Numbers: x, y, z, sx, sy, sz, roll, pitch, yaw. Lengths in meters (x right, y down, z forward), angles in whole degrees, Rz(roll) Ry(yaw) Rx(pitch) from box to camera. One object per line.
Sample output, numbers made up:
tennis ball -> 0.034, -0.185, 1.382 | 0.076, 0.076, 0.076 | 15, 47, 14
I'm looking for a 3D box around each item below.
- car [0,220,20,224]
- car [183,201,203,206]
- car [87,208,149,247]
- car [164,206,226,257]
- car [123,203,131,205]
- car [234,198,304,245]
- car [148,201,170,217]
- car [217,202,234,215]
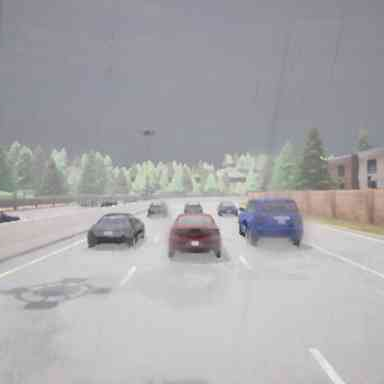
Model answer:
car -> -10.596, 1.645, 16.574 | 2.033, 1.411, 5.357 | 0, 0, 0
car -> 0.111, 1.695, 33.934 | 2.128, 1.511, 4.902 | 0, 0, 0
car -> -3.396, 1.657, 15.549 | 1.994, 1.385, 4.181 | 0, 0, 0
car -> 0.102, 1.558, 13.427 | 1.882, 1.535, 5.008 | 0, 0, 0
car -> -10.516, 1.832, 57.353 | 2.128, 1.511, 4.902 | 0, 0, 1
car -> 3.602, 1.318, 16.095 | 2.150, 2.045, 5.566 | 0, 0, 0
car -> -3.389, 1.694, 33.908 | 2.128, 1.511, 4.902 | 0, 0, 0
car -> 3.598, 1.734, 34.621 | 1.812, 1.442, 4.674 | 0, 0, 0
